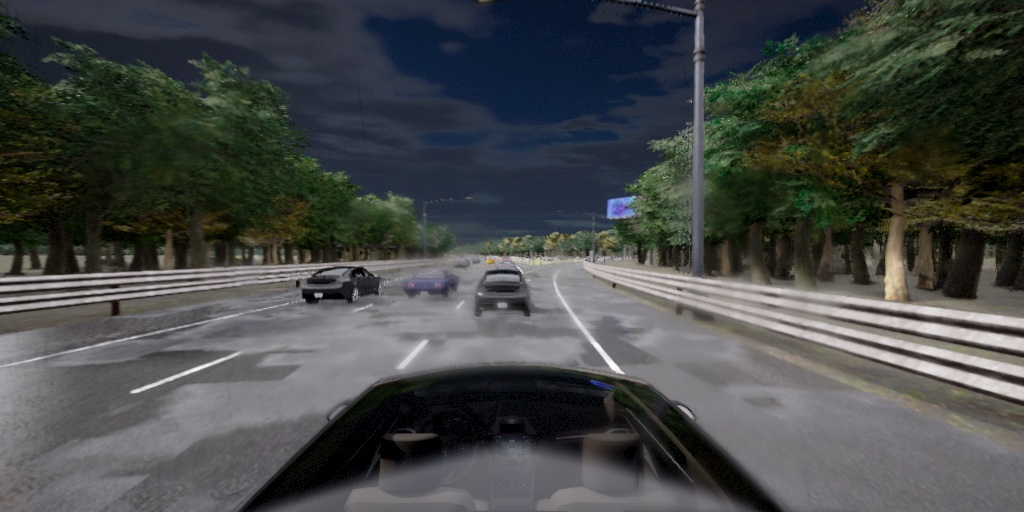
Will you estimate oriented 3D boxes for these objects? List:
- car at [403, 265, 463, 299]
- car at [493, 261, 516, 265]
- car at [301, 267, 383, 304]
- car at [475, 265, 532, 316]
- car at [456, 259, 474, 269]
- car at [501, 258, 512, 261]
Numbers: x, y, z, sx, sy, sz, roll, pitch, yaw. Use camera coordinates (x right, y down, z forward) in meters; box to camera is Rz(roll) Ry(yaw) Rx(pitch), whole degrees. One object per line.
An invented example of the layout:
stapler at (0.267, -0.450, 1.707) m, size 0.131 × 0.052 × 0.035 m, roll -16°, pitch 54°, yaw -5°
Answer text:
car at (-3.825, 1.314, 17.881) m, size 1.895 × 1.301 × 4.718 m, roll 0°, pitch 0°, yaw 0°
car at (-0.444, 1.308, 29.784) m, size 1.895 × 1.301 × 4.718 m, roll 0°, pitch 0°, yaw 0°
car at (-7.266, 1.204, 15.857) m, size 1.837 × 1.490 × 4.892 m, roll 0°, pitch 0°, yaw 0°
car at (-0.314, 1.245, 13.277) m, size 1.837 × 1.490 × 4.892 m, roll 0°, pitch 0°, yaw -1°
car at (-7.497, 1.183, 55.391) m, size 2.033 × 1.411 × 5.357 m, roll 0°, pitch 0°, yaw -1°
car at (-0.522, 1.250, 41.980) m, size 1.994 × 1.385 × 4.181 m, roll 0°, pitch 0°, yaw 0°
